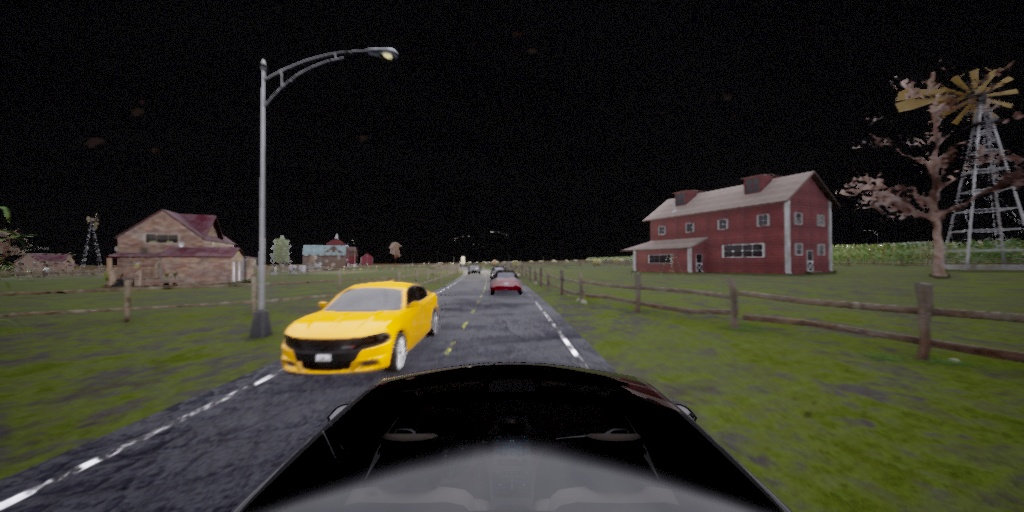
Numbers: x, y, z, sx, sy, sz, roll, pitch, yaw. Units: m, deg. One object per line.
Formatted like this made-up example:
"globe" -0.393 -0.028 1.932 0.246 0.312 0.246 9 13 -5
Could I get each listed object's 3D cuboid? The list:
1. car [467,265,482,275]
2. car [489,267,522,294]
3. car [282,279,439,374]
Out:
"car" -5.294 1.962 50.710 1.837 1.490 4.892 0 -1 -5
"car" -0.411 1.612 23.200 1.994 1.385 4.181 0 -1 -2
"car" -2.916 1.316 7.970 1.882 1.535 5.008 0 -1 -1
